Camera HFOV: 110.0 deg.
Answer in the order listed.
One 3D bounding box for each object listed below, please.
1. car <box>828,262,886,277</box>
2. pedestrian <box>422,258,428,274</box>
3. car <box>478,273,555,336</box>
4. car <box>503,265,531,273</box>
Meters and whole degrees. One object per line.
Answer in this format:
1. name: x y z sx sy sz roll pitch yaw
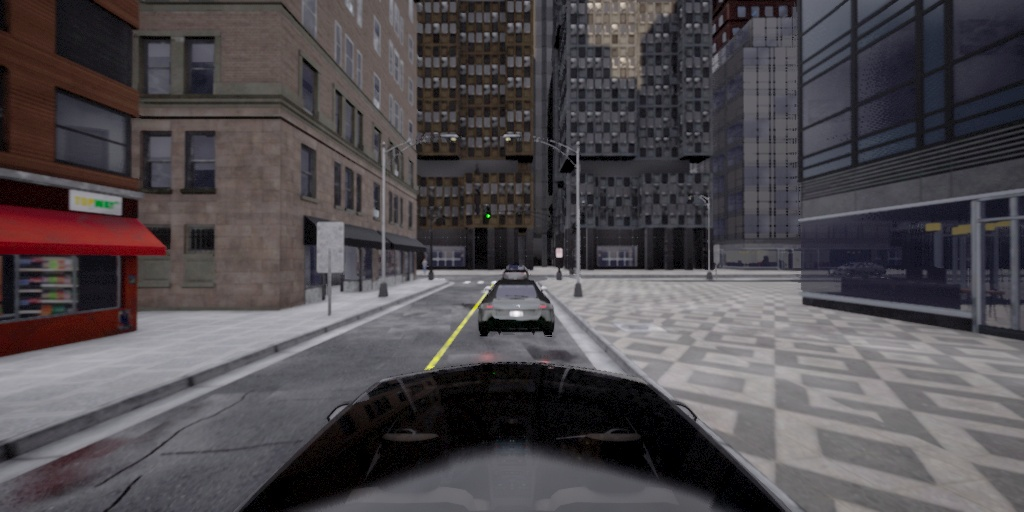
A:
1. car: 35.350 1.405 36.839 4.902 1.511 2.128 0 0 1
2. pedestrian: -9.813 1.139 40.387 0.375 1.860 0.375 0 0 1
3. car: 0.115 1.369 10.620 1.994 1.385 4.181 0 0 0
4. car: 0.322 1.395 26.760 2.128 1.511 4.902 0 0 2
